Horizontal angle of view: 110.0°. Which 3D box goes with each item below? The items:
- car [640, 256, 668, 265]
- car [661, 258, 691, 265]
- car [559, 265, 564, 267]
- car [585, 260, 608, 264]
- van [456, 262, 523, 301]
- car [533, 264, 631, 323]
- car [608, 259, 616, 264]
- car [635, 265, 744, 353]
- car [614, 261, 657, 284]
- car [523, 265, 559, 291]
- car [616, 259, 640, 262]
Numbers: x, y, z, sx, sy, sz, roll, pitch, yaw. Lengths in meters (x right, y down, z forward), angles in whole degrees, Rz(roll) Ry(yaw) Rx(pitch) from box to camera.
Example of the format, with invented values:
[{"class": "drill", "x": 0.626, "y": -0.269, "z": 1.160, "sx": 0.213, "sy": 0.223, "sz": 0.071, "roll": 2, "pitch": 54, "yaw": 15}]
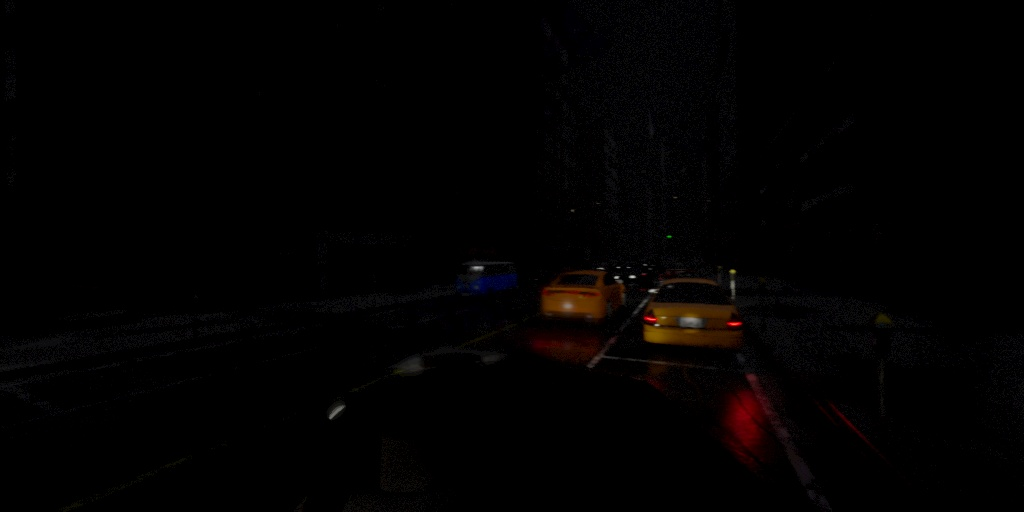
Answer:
[{"class": "car", "x": 16.136, "y": 1.016, "z": 40.698, "sx": 2.097, "sy": 1.767, "sz": 4.553, "roll": -1, "pitch": 0, "yaw": 26}, {"class": "car", "x": 11.284, "y": 1.108, "z": 23.928, "sx": 1.967, "sy": 1.591, "sz": 4.097, "roll": 0, "pitch": 0, "yaw": 26}, {"class": "car", "x": 3.597, "y": 1.377, "z": 27.612, "sx": 1.802, "sy": 1.307, "sz": 4.207, "roll": 0, "pitch": 0, "yaw": 26}, {"class": "car", "x": 8.350, "y": 1.331, "z": 37.534, "sx": 1.948, "sy": 1.339, "sz": 4.313, "roll": 0, "pitch": 0, "yaw": 26}, {"class": "van", "x": -1.158, "y": 1.167, "z": 17.689, "sx": 1.690, "sy": 1.789, "sz": 3.998, "roll": 0, "pitch": 0, "yaw": 26}, {"class": "car", "x": 2.637, "y": 1.228, "z": 12.288, "sx": 1.882, "sy": 1.535, "sz": 5.008, "roll": -1, "pitch": 0, "yaw": 26}, {"class": "car", "x": 10.727, "y": 1.333, "z": 42.496, "sx": 1.802, "sy": 1.307, "sz": 4.207, "roll": 0, "pitch": 0, "yaw": 26}, {"class": "car", "x": 4.346, "y": 1.169, "z": 8.798, "sx": 1.801, "sy": 1.575, "sz": 5.366, "roll": -1, "pitch": 0, "yaw": 26}, {"class": "car", "x": 8.471, "y": 1.276, "z": 24.460, "sx": 1.994, "sy": 1.385, "sz": 4.181, "roll": -1, "pitch": 0, "yaw": 26}, {"class": "car", "x": 1.219, "y": 1.376, "z": 22.651, "sx": 1.948, "sy": 1.339, "sz": 4.313, "roll": 0, "pitch": 0, "yaw": 26}, {"class": "car", "x": 13.524, "y": 1.216, "z": 42.297, "sx": 1.837, "sy": 1.490, "sz": 4.892, "roll": -1, "pitch": -1, "yaw": 26}]
